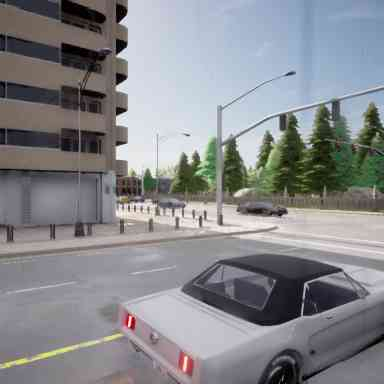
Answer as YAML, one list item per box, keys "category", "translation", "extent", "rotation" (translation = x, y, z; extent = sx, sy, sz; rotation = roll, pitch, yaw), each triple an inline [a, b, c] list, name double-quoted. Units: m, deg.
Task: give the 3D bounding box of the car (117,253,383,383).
- category: "car"
  translation: [1.480, 1.601, 4.833]
  extent: [4.718, 1.301, 1.895]
  rotation: [0, 0, -35]

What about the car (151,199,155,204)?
- category: "car"
  translation: [-5.593, 1.603, 61.145]
  extent: [2.033, 1.411, 5.357]
  rotation: [0, 0, -36]

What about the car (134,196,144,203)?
- category: "car"
  translation: [-11.624, 1.581, 69.502]
  extent: [1.812, 1.442, 4.674]
  rotation: [0, 0, -36]

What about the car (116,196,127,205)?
- category: "car"
  translation: [-14.224, 1.596, 60.992]
  extent: [1.812, 1.442, 4.674]
  rotation: [0, 0, -36]

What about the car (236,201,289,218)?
- category: "car"
  translation: [6.590, 1.603, 31.858]
  extent: [2.033, 1.411, 5.357]
  rotation: [0, 0, -36]

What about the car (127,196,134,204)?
- category: "car"
  translation: [-14.240, 1.533, 67.153]
  extent: [1.882, 1.535, 5.008]
  rotation: [0, 0, -36]

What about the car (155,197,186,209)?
- category: "car"
  translation: [-2.689, 1.581, 44.797]
  extent: [1.812, 1.442, 4.674]
  rotation: [0, 0, -36]
